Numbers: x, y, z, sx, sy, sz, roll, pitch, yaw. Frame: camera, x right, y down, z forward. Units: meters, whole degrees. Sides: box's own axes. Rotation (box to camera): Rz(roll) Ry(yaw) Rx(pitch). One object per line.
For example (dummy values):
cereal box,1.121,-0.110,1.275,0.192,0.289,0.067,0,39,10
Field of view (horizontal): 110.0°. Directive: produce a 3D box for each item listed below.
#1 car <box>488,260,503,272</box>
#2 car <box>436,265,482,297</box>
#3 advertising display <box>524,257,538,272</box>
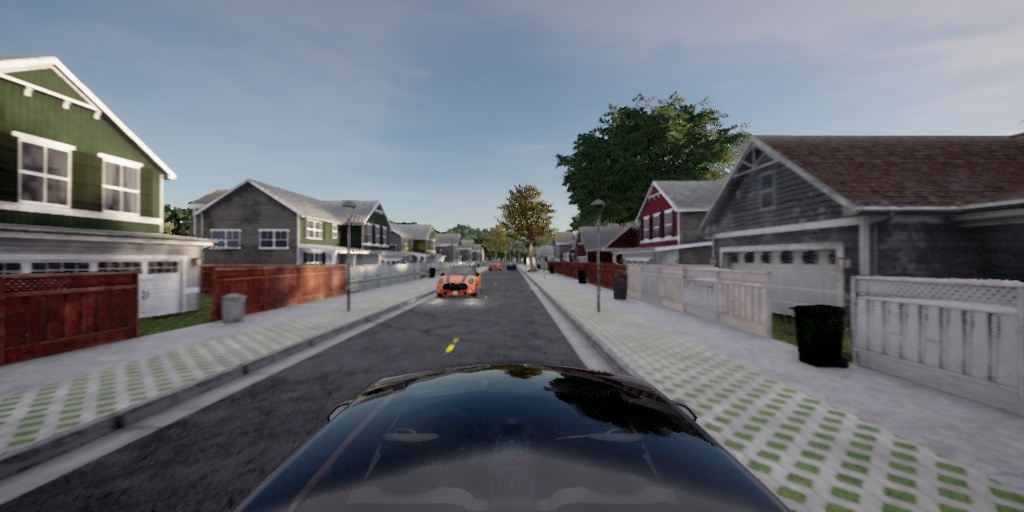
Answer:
car,-2.813,1.632,61.742,2.150,2.045,5.566,0,-1,1
car,-2.859,1.295,20.228,2.097,1.767,4.553,0,-1,0
advertising display,2.984,1.372,56.489,1.540,2.440,0.280,0,0,0
